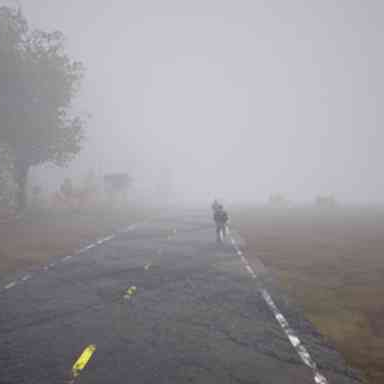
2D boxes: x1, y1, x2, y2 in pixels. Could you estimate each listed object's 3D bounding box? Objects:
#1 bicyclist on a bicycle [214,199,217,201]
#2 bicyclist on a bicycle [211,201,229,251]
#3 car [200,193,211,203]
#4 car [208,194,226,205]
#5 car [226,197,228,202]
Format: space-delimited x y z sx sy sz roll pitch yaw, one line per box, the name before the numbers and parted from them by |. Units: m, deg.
bicyclist on a bicycle | 1.606 1.373 22.480 0.659 1.776 1.843 0 0 3
bicyclist on a bicycle | 1.152 1.372 13.281 0.659 1.776 1.843 0 0 2
car | 3.013 1.245 68.769 2.150 2.045 5.566 0 0 10
car | 4.421 1.578 57.448 1.994 1.385 4.181 0 0 8
car | 6.852 1.578 73.297 1.994 1.385 4.181 0 0 11
